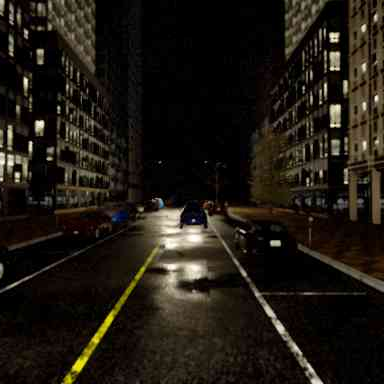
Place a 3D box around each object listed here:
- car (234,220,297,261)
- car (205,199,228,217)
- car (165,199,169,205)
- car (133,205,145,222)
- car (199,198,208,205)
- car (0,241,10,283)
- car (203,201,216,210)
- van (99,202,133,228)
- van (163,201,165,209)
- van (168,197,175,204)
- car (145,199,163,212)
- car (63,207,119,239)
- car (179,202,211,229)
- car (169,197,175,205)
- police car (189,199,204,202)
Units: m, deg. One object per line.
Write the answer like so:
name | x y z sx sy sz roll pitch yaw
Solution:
car | 2.699 1.712 12.811 1.947 1.339 4.313 0 -1 0
car | 2.711 1.836 35.578 1.967 1.590 4.097 0 -1 0
car | -5.660 2.205 58.364 1.947 1.339 4.313 0 -1 0
car | -5.673 1.915 29.904 1.802 1.307 4.206 0 -1 0
car | 2.732 2.322 81.112 1.967 1.590 4.097 0 -1 0
car | -5.684 1.632 7.136 2.008 1.369 4.403 0 -1 0
car | 2.718 2.107 52.823 1.752 1.417 4.829 0 -1 0
van | -5.675 1.612 24.215 1.690 1.788 3.998 0 -1 0
van | -5.661 1.919 52.674 1.690 1.788 3.998 0 -1 0
van | -5.643 2.340 92.516 1.690 1.788 3.998 0 -1 0
car | -5.665 1.957 46.980 1.967 1.590 4.097 0 -1 0
car | -5.679 1.752 18.520 1.887 1.381 4.507 0 -1 0
car | 0.110 1.749 24.247 1.882 1.535 5.008 0 -1 0
car | -5.649 2.404 80.960 1.752 1.417 4.829 0 -1 0
police car | 0.118 1.885 41.534 1.930 1.638 5.238 0 -1 0
